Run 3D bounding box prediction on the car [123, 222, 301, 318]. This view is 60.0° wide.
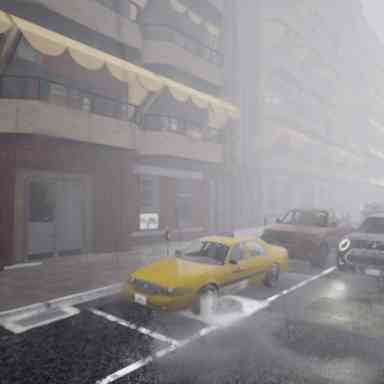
[{"bbox_3d":[0.658,1.638,7.842,1.752,1.417,4.829,1,0,41],"label":"car"}]

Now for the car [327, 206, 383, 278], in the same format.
[{"bbox_3d":[6.095,1.470,10.213,2.097,1.767,4.553,-1,-1,41],"label":"car"}]

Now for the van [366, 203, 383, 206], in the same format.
[{"bbox_3d":[11.670,1.582,20.478,1.690,1.788,3.998,1,0,41],"label":"van"}]

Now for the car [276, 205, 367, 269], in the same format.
[{"bbox_3d":[4.407,1.470,12.140,2.192,1.841,5.009,1,0,41],"label":"car"}]
